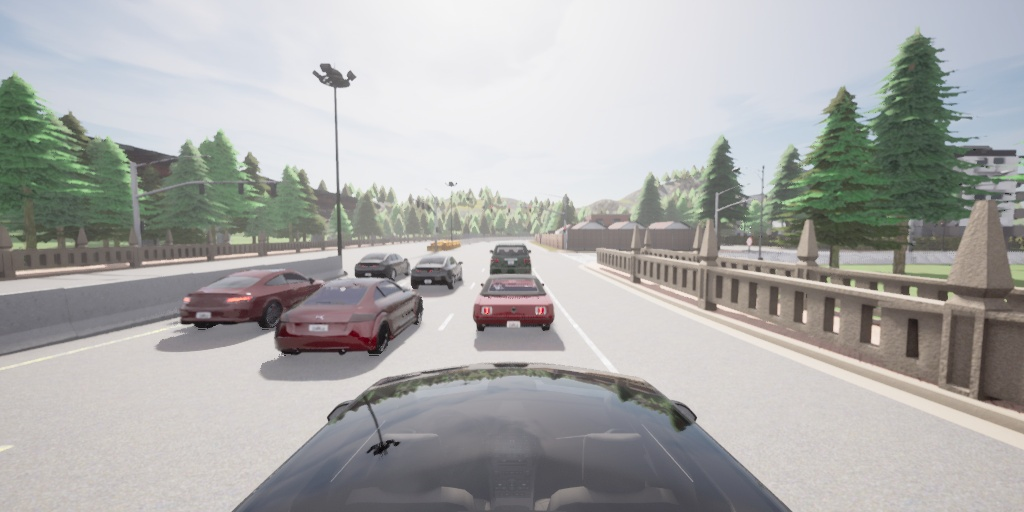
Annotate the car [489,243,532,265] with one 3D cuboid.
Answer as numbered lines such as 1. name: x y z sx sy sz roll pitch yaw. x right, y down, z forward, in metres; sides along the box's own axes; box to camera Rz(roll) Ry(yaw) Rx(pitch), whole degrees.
1. car: -0.079 0.252 19.989 2.150 2.045 5.566 0 4 -1

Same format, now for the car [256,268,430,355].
1. car: -3.465 1.194 8.406 1.994 1.385 4.181 0 2 0

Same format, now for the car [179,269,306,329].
1. car: -6.982 1.086 10.384 1.812 1.442 4.674 0 2 -1

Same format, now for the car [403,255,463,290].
1. car: -3.555 0.684 17.453 1.837 1.490 4.892 0 3 -1

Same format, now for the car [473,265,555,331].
1. car: 0.021 1.165 10.279 1.895 1.301 4.718 0 2 -1

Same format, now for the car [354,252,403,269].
1. car: -7.081 0.530 19.974 1.837 1.490 4.892 0 3 -1
